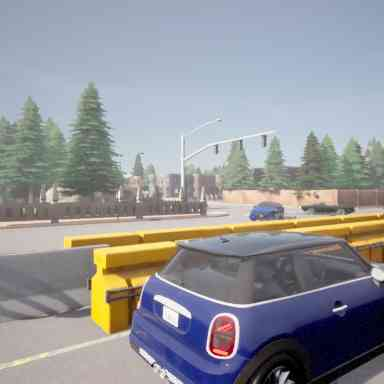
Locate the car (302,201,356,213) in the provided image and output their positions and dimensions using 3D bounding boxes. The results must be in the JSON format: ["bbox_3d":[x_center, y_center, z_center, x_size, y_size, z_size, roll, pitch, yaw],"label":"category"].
[{"bbox_3d":[13.435,1.601,32.789,4.718,1.301,1.895,0,0,44],"label":"car"}]

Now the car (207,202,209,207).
[{"bbox_3d":[0.645,1.564,49.210,1.994,1.385,4.181,0,0,-35],"label":"car"}]

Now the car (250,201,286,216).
[{"bbox_3d":[6.154,1.478,26.426,1.882,1.535,5.008,2,1,26],"label":"car"}]

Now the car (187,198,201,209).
[{"bbox_3d":[-0.661,1.526,44.998,1.812,1.442,4.674,0,0,-35],"label":"car"}]

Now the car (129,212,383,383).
[{"bbox_3d":[1.502,1.352,4.797,4.553,1.767,2.097,0,0,-35],"label":"car"}]
